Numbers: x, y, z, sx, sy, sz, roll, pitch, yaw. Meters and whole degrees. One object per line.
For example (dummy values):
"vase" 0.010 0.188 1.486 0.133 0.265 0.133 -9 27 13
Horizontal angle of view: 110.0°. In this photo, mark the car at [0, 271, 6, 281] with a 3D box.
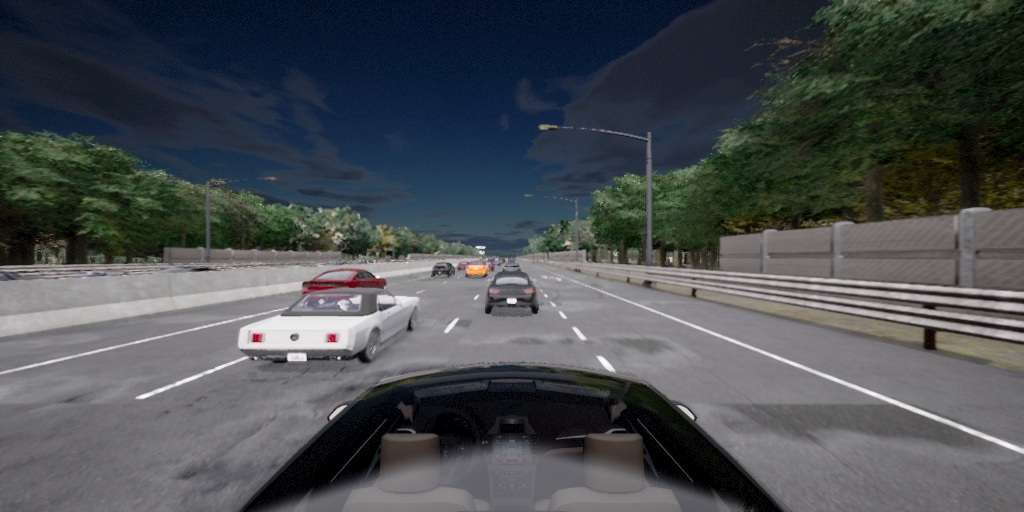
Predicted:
"car" -24.607 1.337 16.076 2.033 1.411 5.357 0 0 0

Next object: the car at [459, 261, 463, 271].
"car" -7.029 1.499 53.136 1.812 1.442 4.674 0 0 0

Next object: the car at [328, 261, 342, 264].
"car" -28.048 1.483 57.339 2.128 1.511 4.902 0 0 0

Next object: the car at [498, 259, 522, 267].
"car" -0.019 1.390 37.295 2.128 1.511 4.902 0 0 0

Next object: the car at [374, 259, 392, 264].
"car" -21.064 1.345 58.622 2.097 1.767 4.553 0 0 1

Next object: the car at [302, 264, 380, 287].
"car" -7.008 1.268 15.561 1.882 1.535 5.008 0 0 0

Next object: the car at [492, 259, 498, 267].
"car" -3.528 1.500 53.139 1.812 1.442 4.674 0 0 0

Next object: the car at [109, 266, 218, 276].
"car" -17.602 1.308 19.040 1.837 1.490 4.892 0 0 0

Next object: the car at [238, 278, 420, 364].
"car" -3.504 1.366 8.074 1.895 1.301 4.718 0 0 0

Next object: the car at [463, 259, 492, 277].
"car" -3.521 1.249 37.238 2.097 1.767 4.553 0 0 0

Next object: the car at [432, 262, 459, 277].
"car" -7.020 1.403 37.288 1.837 1.490 4.892 0 0 0

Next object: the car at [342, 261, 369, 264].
"car" -24.553 1.482 57.416 2.128 1.511 4.902 0 0 0

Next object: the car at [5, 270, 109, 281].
"car" -21.104 1.399 18.039 1.895 1.301 4.718 0 0 0

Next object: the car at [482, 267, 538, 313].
"car" -0.008 1.311 14.051 1.812 1.442 4.674 0 0 0
